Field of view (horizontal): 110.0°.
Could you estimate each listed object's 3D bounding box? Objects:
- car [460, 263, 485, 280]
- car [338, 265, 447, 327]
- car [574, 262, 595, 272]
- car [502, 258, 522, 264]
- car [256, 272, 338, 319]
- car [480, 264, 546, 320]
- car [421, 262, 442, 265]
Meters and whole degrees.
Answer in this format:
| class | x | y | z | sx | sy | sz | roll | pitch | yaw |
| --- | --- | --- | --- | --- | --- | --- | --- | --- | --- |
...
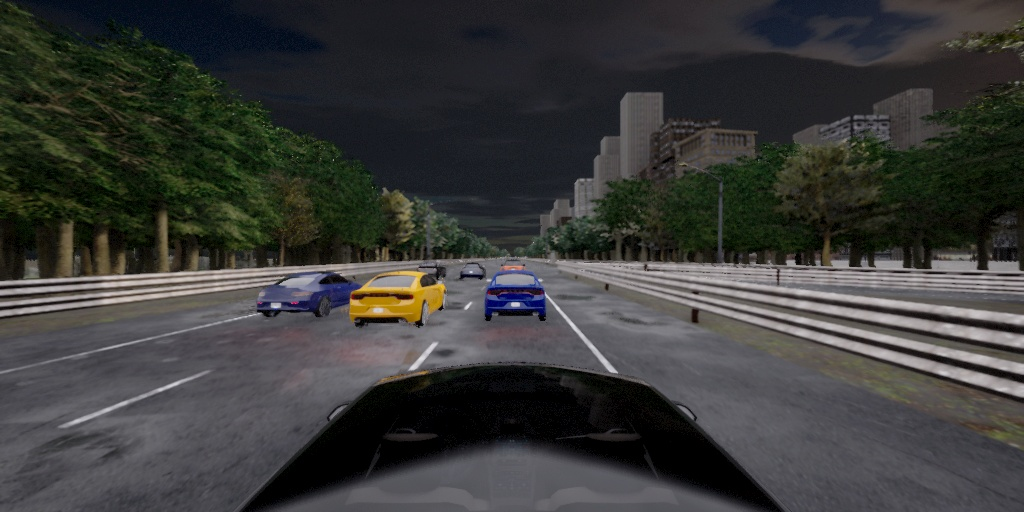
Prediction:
| class | x | y | z | sx | sy | sz | roll | pitch | yaw |
| --- | --- | --- | --- | --- | --- | --- | --- | --- | --- |
| car | -3.408 | 1.315 | 31.881 | 1.994 | 1.385 | 4.181 | 0 | 0 | 0 |
| car | -3.402 | 1.228 | 11.589 | 1.882 | 1.535 | 5.008 | 0 | 0 | 0 |
| car | 9.898 | 1.417 | 47.422 | 1.895 | 1.301 | 4.718 | 0 | 0 | -23 |
| car | 0.094 | 1.103 | 30.997 | 2.097 | 1.767 | 4.553 | 0 | 0 | 0 |
| car | -6.904 | 1.276 | 12.789 | 1.812 | 1.442 | 4.674 | 0 | 0 | 0 |
| car | 0.099 | 1.228 | 12.677 | 1.882 | 1.535 | 5.008 | 0 | 0 | 0 |
| car | -6.908 | 1.243 | 31.187 | 2.128 | 1.511 | 4.902 | 0 | 0 | 0 |
